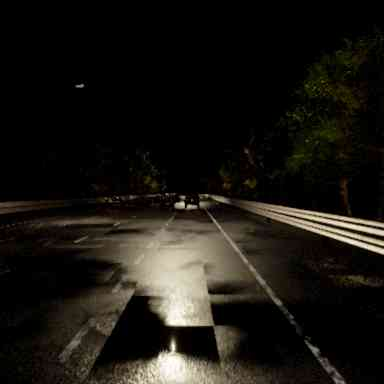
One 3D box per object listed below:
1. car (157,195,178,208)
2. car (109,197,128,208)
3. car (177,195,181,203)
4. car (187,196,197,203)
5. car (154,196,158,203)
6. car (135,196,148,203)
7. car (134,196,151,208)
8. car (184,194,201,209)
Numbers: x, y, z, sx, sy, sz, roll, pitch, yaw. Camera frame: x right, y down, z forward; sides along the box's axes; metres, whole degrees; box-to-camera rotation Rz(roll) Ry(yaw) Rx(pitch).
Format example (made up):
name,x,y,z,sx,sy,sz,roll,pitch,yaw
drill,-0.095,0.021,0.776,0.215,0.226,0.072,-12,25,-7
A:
name,x,y,z,sx,sy,sz,roll,pitch,yaw
car,-3.469,1.585,48.012,1.994,1.385,4.181,0,0,0
car,-10.470,1.513,47.543,2.128,1.511,4.902,0,0,0
car,-3.450,1.390,69.892,2.097,1.767,4.553,0,0,0
car,0.051,1.574,69.998,2.033,1.411,5.357,0,0,0
car,-6.949,1.574,69.686,2.033,1.411,5.357,0,0,0
car,-10.450,1.586,69.294,1.994,1.385,4.181,0,0,0
car,-6.970,1.498,47.515,1.882,1.535,5.008,0,0,0
car,0.026,1.237,47.198,2.150,2.045,5.566,0,0,0
